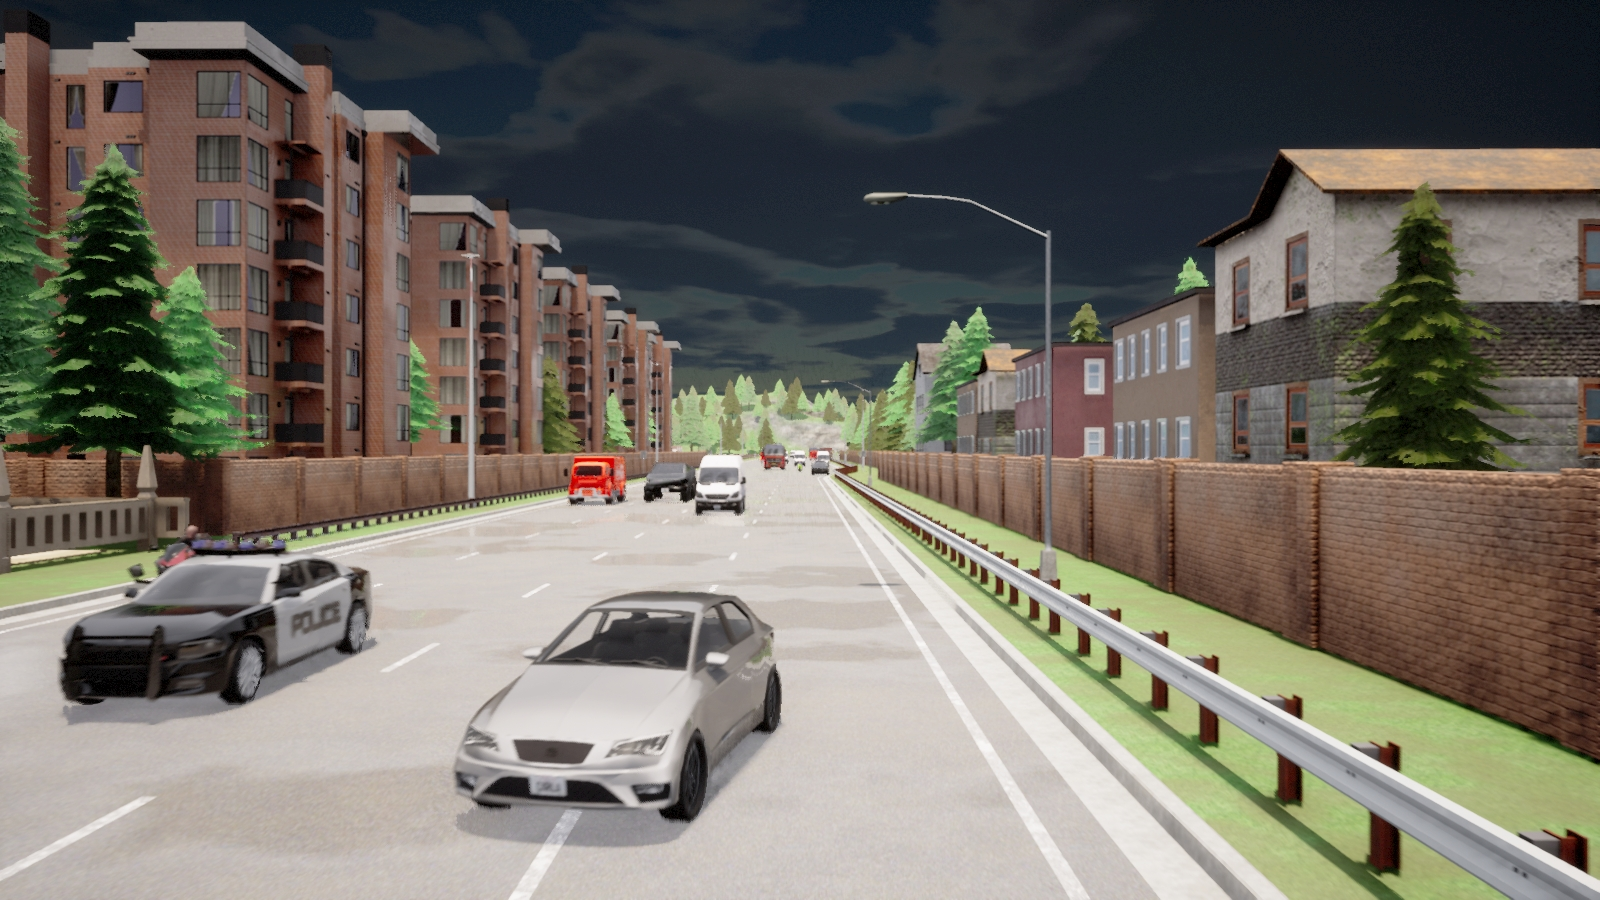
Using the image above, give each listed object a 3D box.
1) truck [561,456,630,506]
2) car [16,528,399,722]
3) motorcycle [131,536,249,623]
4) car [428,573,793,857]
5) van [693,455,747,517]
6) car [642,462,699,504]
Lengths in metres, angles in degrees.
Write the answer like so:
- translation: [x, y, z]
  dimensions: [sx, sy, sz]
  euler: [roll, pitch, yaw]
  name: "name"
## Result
- translation: [-10.508, 1.555, 59.076]
  dimensions: [2.627, 2.467, 5.204]
  euler: [0, 0, 0]
  name: "truck"
- translation: [-7.001, 1.979, 14.355]
  dimensions: [2.097, 1.638, 5.238]
  euler: [0, 0, 0]
  name: "car"
- translation: [-10.503, 2.200, 19.787]
  dimensions: [0.867, 1.251, 2.209]
  euler: [0, 0, 0]
  name: "motorcycle"
- translation: [-1.372, 2.063, 10.089]
  dimensions: [1.816, 1.474, 4.193]
  euler: [0, 0, 11]
  name: "car"
- translation: [-3.480, 1.523, 50.787]
  dimensions: [1.988, 2.561, 5.915]
  euler: [0, 0, 0]
  name: "van"
- translation: [-7.011, 1.740, 62.483]
  dimensions: [2.390, 2.098, 6.274]
  euler: [0, 0, 0]
  name: "car"
